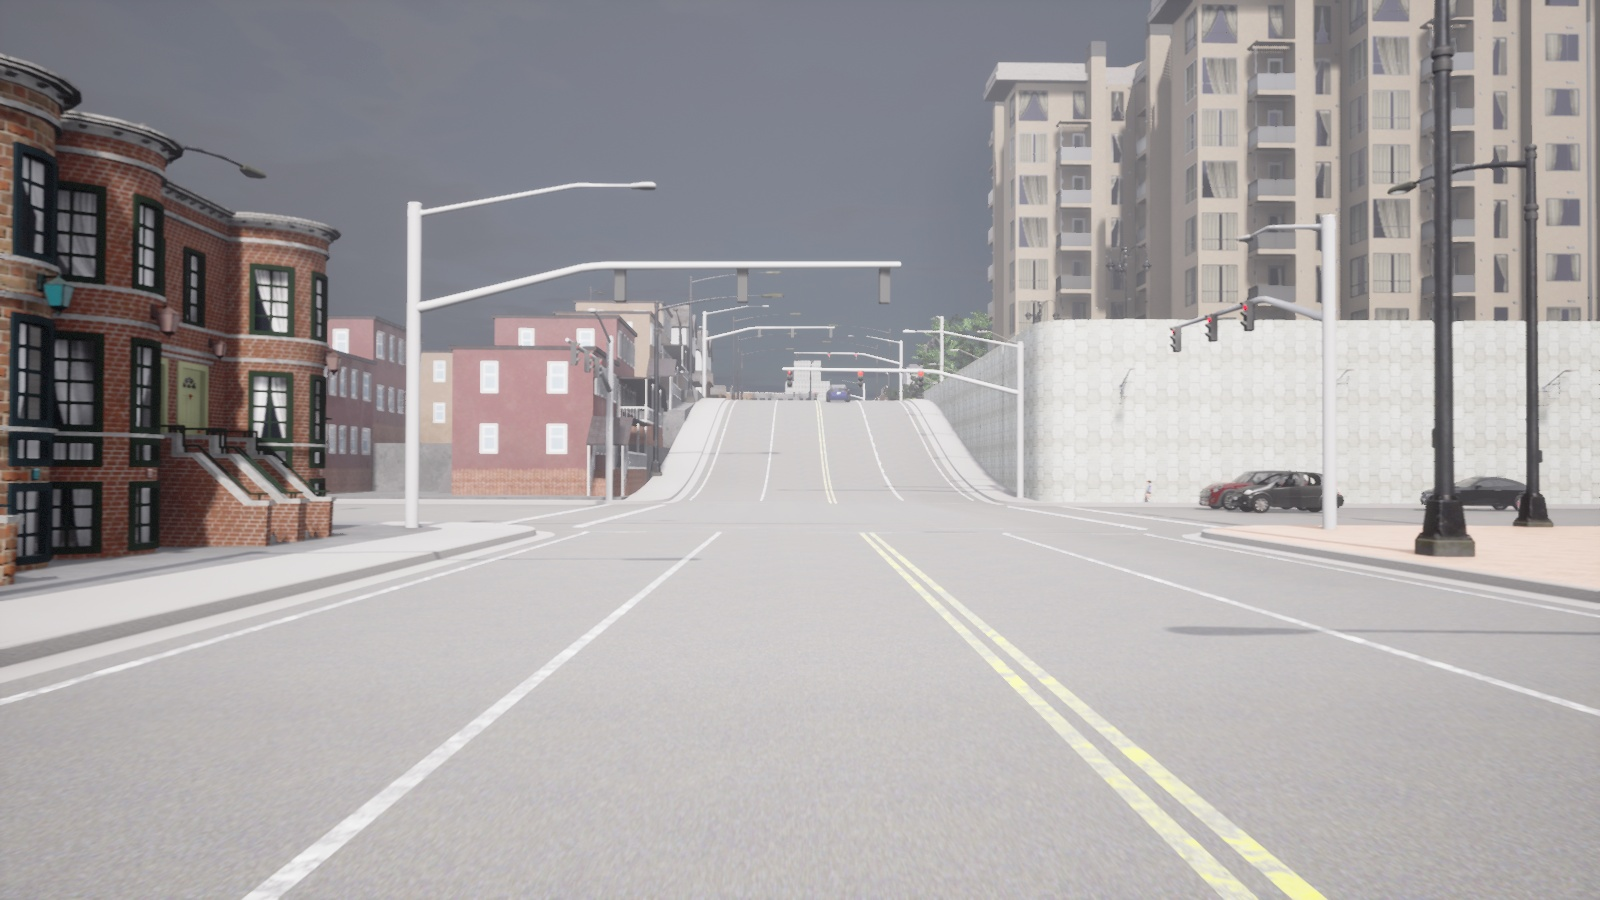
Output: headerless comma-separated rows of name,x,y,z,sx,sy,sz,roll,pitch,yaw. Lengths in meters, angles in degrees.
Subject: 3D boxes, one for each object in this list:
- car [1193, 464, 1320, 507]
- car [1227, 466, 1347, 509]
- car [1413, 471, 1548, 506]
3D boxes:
car,19.139,1.480,52.782,4.553,1.767,2.097,0,-1,0
car,19.059,1.462,49.283,3.988,1.617,1.851,0,-1,0
car,28.550,1.610,52.772,4.674,1.442,1.812,0,-1,0
